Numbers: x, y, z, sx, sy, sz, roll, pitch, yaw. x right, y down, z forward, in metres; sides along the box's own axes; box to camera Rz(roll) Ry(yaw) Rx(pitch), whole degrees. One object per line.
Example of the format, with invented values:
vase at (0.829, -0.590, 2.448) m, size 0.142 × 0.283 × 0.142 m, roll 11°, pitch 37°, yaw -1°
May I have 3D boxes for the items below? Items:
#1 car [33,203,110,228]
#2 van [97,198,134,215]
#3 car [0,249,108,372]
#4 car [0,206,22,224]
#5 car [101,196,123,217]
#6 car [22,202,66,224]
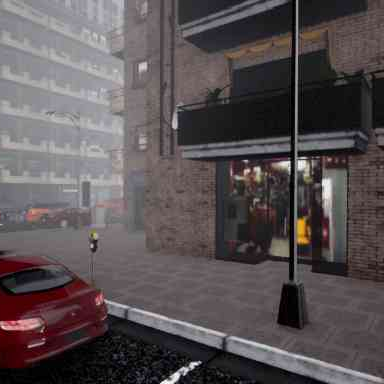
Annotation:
car at (-8.461, 1.756, 23.702) m, size 1.887 × 1.381 × 4.507 m, roll 0°, pitch -1°, yaw 36°
van at (-8.636, 1.606, 37.821) m, size 1.690 × 1.788 × 3.998 m, roll 0°, pitch -1°, yaw 36°
car at (-3.085, 1.582, 5.205) m, size 4.206 × 1.307 × 1.802 m, roll 0°, pitch 0°, yaw 36°
car at (-13.243, 1.727, 26.979) m, size 1.994 × 1.385 × 4.181 m, roll 1°, pitch 0°, yaw 36°
car at (-7.761, 1.485, 34.612) m, size 2.150 × 2.045 × 5.566 m, roll 1°, pitch 0°, yaw 36°
car at (-10.189, 1.548, 25.783) m, size 2.097 × 1.767 × 4.553 m, roll 1°, pitch 0°, yaw 36°
